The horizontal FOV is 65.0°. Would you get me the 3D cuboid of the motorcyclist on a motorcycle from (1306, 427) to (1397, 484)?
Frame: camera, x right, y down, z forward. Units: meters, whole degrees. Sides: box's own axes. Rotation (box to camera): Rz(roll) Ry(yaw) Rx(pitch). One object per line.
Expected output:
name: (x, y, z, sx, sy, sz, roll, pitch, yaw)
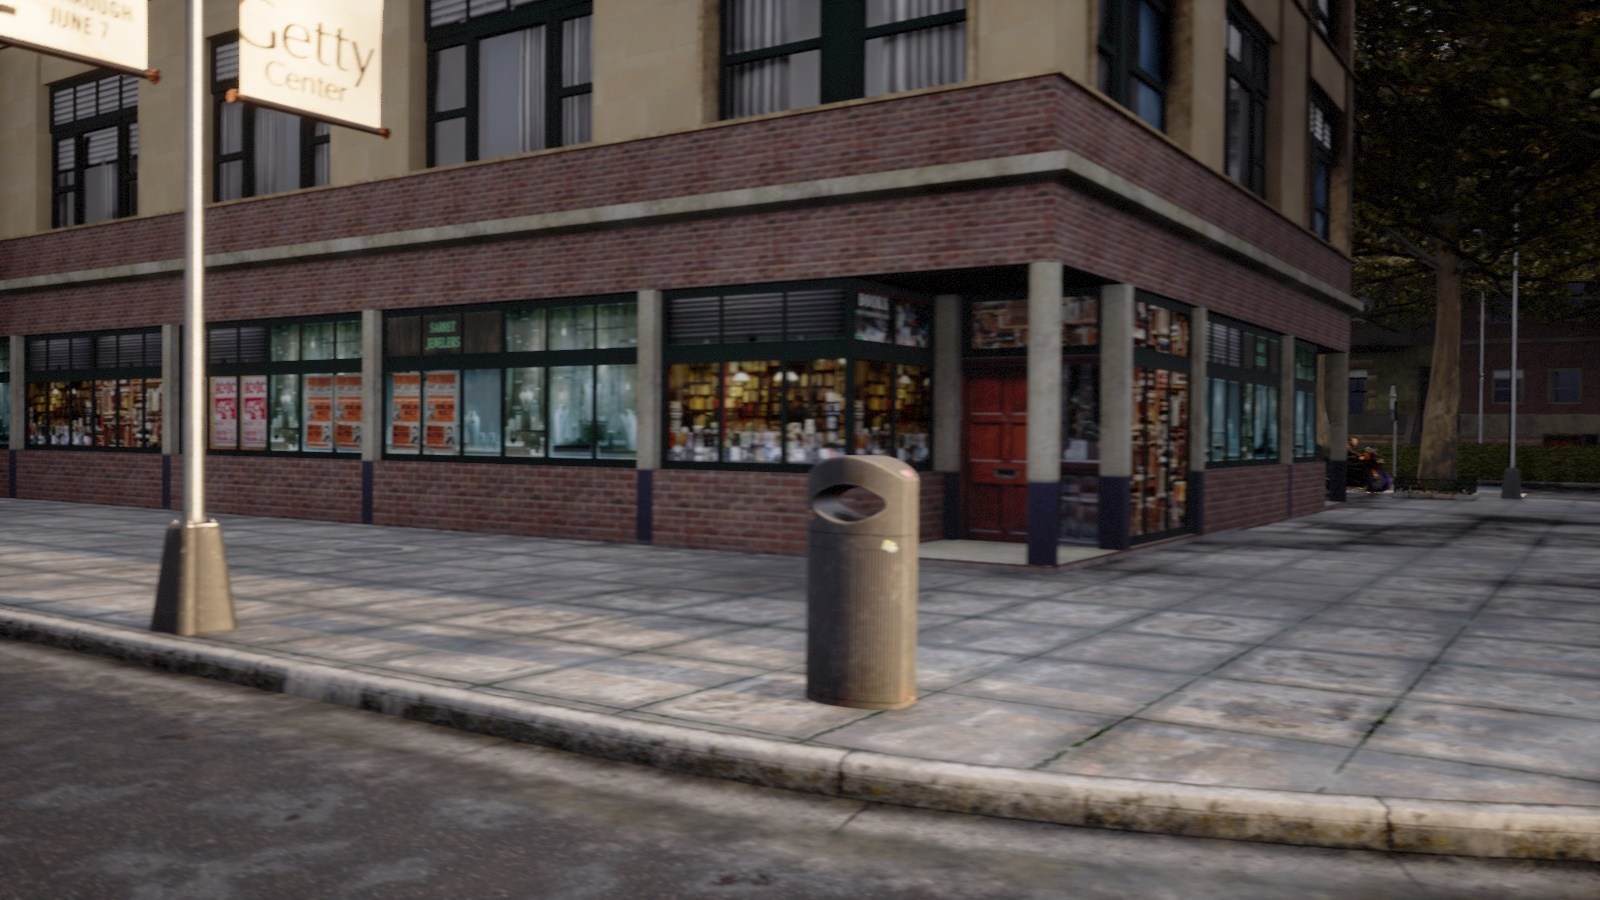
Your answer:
motorcyclist on a motorcycle: (15.297, 0.152, 34.846, 2.191, 1.530, 0.866, 0, 1, 34)
